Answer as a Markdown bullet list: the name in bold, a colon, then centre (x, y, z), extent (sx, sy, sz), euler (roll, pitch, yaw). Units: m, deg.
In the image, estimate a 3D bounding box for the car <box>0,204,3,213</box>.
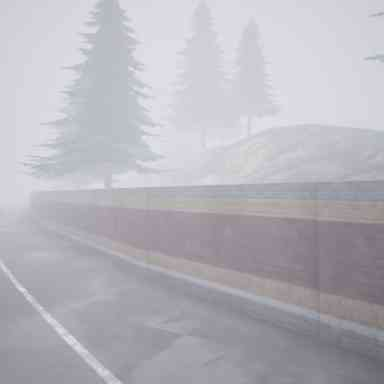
- **car**: centre (-22.106, 1.740, 36.421), extent (1.994, 1.385, 4.181), euler (-1, 0, -22)
